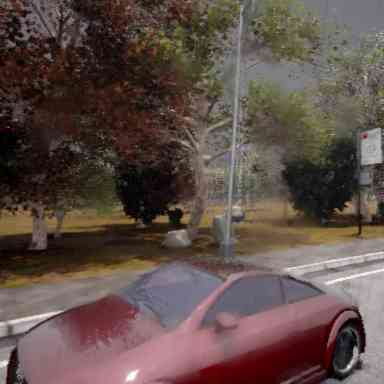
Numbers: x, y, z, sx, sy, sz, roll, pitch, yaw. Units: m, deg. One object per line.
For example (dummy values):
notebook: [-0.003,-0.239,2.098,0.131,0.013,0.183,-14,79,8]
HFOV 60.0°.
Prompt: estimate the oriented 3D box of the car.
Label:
car: [0.161,1.547,3.944,4.181,1.385,1.994,0,0,-34]
